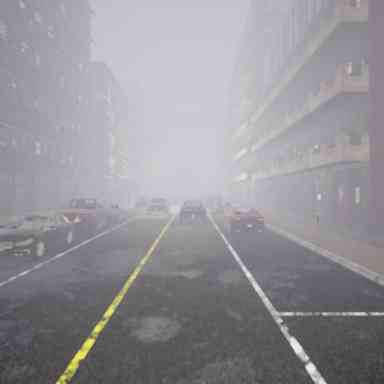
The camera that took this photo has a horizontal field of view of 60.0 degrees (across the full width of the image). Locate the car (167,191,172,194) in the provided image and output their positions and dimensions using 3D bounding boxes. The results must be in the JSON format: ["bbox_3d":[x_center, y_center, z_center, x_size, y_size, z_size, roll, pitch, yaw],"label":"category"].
[{"bbox_3d":[-5.756,1.028,68.802,1.887,1.381,4.507,1,0,0],"label":"car"}]

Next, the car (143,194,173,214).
[{"bbox_3d":[-3.133,1.243,31.738,1.882,1.535,5.008,0,0,0],"label":"car"}]

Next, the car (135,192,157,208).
[{"bbox_3d":[-5.722,1.141,40.447,1.967,1.590,4.097,1,0,0],"label":"car"}]

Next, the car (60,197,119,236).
[{"bbox_3d":[-5.695,1.185,17.762,2.192,1.841,5.009,1,0,0],"label":"car"}]

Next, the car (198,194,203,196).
[{"bbox_3d":[0.054,1.261,40.929,1.994,1.385,4.181,0,0,0],"label":"car"}]

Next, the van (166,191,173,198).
[{"bbox_3d":[-5.772,0.693,85.812,1.690,1.788,3.998,1,0,0],"label":"van"}]

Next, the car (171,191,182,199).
[{"bbox_3d":[-3.082,0.936,72.420,1.895,1.301,4.718,0,0,0],"label":"car"}]

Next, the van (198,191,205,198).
[{"bbox_3d":[2.569,0.648,91.419,1.690,1.788,3.998,1,0,0],"label":"van"}]

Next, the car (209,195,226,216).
[{"bbox_3d":[2.658,1.310,29.217,1.752,1.417,4.829,1,0,0],"label":"car"}]

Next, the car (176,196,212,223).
[{"bbox_3d":[0.073,1.319,23.482,2.128,1.511,4.902,0,0,0],"label":"car"}]

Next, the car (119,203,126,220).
[{"bbox_3d":[-5.706,1.410,23.436,1.802,1.307,4.206,1,0,0],"label":"car"}]

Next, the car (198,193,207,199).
[{"bbox_3d":[2.578,0.962,80.080,1.947,1.339,4.313,1,0,0],"label":"car"}]

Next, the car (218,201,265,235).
[{"bbox_3d":[2.681,1.415,17.706,1.887,1.381,4.507,1,0,0],"label":"car"}]

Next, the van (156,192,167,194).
[{"bbox_3d":[-5.740,0.912,57.459,1.690,1.788,3.998,1,0,0],"label":"van"}]

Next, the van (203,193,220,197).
[{"bbox_3d":[2.626,1.042,40.386,1.690,1.788,3.998,1,0,0],"label":"van"}]

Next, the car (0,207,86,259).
[{"bbox_3d":[-5.692,1.463,12.094,2.008,1.369,4.403,1,0,0],"label":"car"}]

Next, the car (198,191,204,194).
[{"bbox_3d":[2.586,0.880,74.408,1.967,1.590,4.097,1,0,0],"label":"car"}]
